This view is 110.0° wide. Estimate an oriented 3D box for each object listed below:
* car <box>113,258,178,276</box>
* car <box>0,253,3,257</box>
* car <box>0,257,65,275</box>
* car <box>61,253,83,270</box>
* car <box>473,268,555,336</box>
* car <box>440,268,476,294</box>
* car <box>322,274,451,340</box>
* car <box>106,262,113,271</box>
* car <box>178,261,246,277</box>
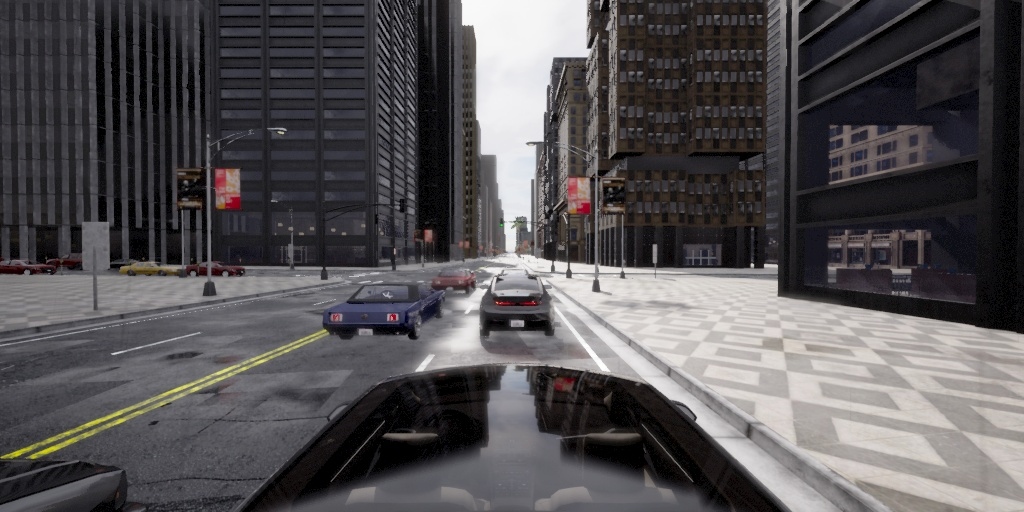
[{"bbox_3d":[-31.417,1.084,31.464,4.829,1.417,1.751,0,0,0],"label":"car"},{"bbox_3d":[-48.461,0.726,31.406,5.009,1.841,2.192,0,0,0],"label":"car"},{"bbox_3d":[-42.836,1.007,31.425,4.507,1.381,1.888,0,0,0],"label":"car"},{"bbox_3d":[-48.487,0.624,39.931,5.009,1.841,2.192,0,0,0],"label":"car"},{"bbox_3d":[0.123,1.252,10.362,1.837,1.490,4.892,0,0,0],"label":"car"},{"bbox_3d":[-3.104,1.343,20.256,1.895,1.301,4.718,0,0,0],"label":"car"},{"bbox_3d":[-3.129,1.349,9.921,1.895,1.301,4.718,0,0,0],"label":"car"},{"bbox_3d":[-42.863,0.925,39.950,4.313,1.339,1.948,0,0,0],"label":"car"},{"bbox_3d":[-25.961,1.149,31.483,4.507,1.381,1.888,0,0,0],"label":"car"}]
